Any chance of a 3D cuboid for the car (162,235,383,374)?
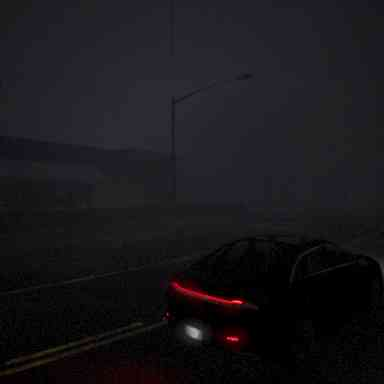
[{"bbox_3d":[1.727,1.498,5.746,2.128,1.511,4.902,0,0,45],"label":"car"}]
